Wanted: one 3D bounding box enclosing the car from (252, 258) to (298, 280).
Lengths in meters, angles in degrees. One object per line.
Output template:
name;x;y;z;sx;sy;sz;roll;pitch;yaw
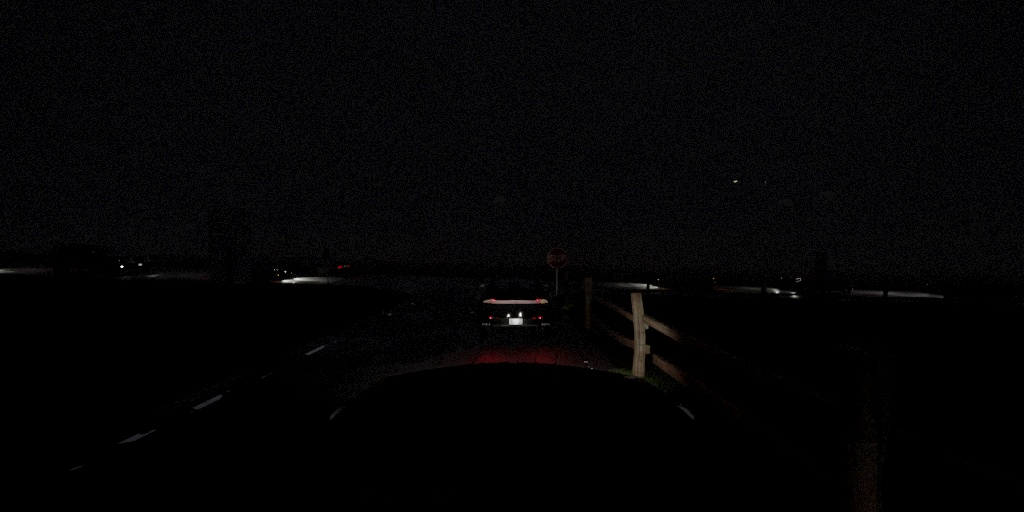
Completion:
car;-17.451;0.840;24.457;4.181;1.385;1.994;2;3;0

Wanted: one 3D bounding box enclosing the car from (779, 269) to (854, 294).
car;23.068;1.787;27.312;4.553;1.767;2.097;2;3;0

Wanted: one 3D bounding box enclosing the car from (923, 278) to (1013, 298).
car;34.558;2.385;27.291;4.718;1.301;1.895;2;3;0

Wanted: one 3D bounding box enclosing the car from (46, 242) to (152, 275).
car;-28.099;0.143;24.457;5.566;2.045;2.150;2;3;0

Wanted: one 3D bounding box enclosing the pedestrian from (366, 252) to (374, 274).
pedestrian;-12.114;0.529;30.401;0.375;1.860;0.375;0;1;0

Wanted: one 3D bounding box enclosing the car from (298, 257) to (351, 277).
car;-15.266;0.757;27.397;5.357;1.411;2.033;2;3;0

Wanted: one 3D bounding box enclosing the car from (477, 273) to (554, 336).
car;0.069;1.235;10.379;2.128;1.511;4.902;0;0;0

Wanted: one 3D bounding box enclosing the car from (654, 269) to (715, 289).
car;13.128;1.690;27.325;4.181;1.385;1.994;2;3;-1
